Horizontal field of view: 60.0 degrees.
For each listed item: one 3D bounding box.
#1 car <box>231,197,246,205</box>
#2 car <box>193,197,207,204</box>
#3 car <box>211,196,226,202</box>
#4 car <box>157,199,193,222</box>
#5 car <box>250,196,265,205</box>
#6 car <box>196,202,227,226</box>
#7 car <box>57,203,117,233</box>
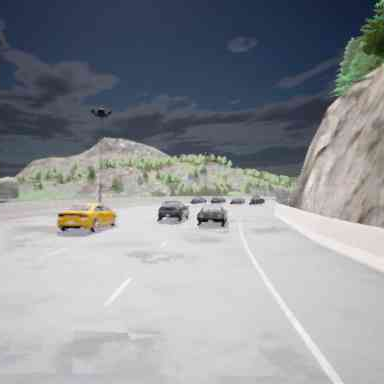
[{"bbox_3d":[8.889,1.685,63.531,1.994,1.385,4.181,1,0,22],"label":"car"},{"bbox_3d":[1.402,1.581,63.643,1.994,1.385,4.181,1,0,22],"label":"car"},{"bbox_3d":[5.156,1.561,63.663,2.128,1.511,4.902,1,0,22],"label":"car"},{"bbox_3d":[-1.398,1.484,26.490,1.837,1.490,4.892,0,0,9],"label":"car"},{"bbox_3d":[12.477,1.523,63.062,2.097,1.767,4.553,1,0,23],"label":"car"},{"bbox_3d":[1.541,1.621,23.779,1.895,1.301,4.718,1,0,9],"label":"car"},{"bbox_3d":[-5.901,1.394,19.359,1.882,1.535,5.008,0,0,7],"label":"car"}]
